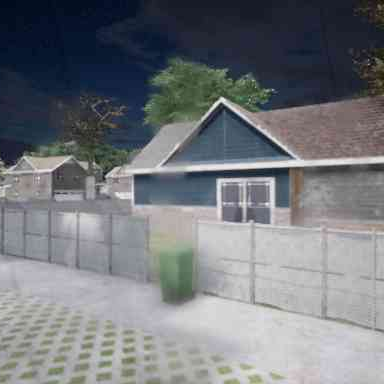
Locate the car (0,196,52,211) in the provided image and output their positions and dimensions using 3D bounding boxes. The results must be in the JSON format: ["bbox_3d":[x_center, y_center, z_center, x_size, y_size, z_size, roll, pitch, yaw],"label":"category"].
[{"bbox_3d":[-15.867,1.297,31.811,1.882,1.535,5.008,0,0,31],"label":"car"}]
